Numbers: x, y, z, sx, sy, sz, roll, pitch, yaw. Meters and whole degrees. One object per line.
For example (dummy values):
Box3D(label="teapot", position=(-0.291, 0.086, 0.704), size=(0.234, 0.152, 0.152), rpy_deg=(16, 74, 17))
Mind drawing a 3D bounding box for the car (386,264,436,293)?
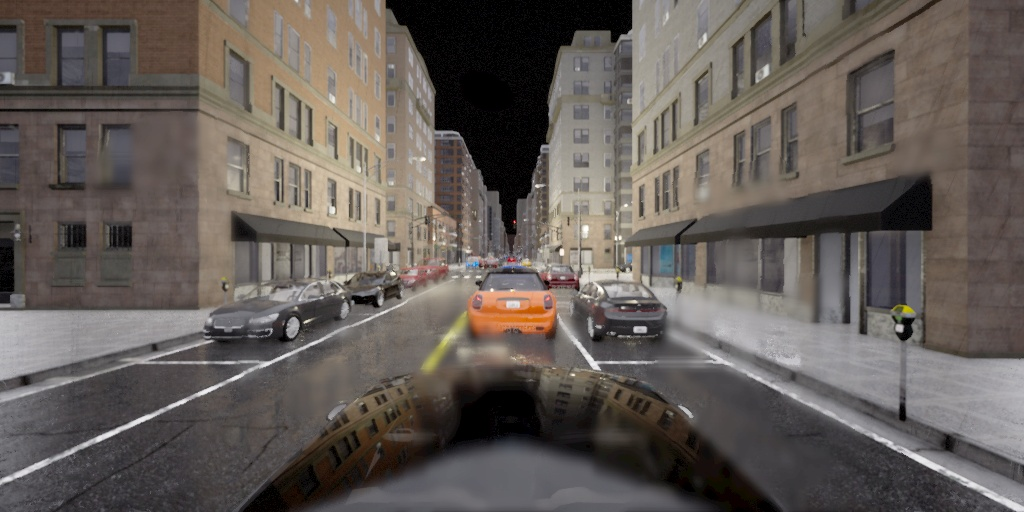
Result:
Box3D(label="car", position=(-5.870, 1.313, 20.644), size=(1.802, 1.307, 4.207), rpy_deg=(0, 0, 0))

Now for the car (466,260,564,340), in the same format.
Box3D(label="car", position=(0.017, 1.094, 10.072), size=(2.097, 1.767, 4.553), rpy_deg=(0, 0, 0))

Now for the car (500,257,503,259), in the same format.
Box3D(label="car", position=(-3.103, 1.206, 64.466), size=(1.812, 1.442, 4.674), rpy_deg=(0, 0, 0))

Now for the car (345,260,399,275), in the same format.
Box3D(label="car", position=(-14.692, 1.225, 37.757), size=(4.892, 1.490, 1.837), rpy_deg=(0, 0, 3))

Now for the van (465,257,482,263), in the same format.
Box3D(label="van", position=(-5.893, 1.035, 53.116), size=(1.690, 1.789, 3.998), rpy_deg=(0, 0, 0))

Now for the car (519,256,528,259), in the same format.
Box3D(label="car", position=(2.624, 1.206, 64.508), size=(1.751, 1.417, 4.829), rpy_deg=(0, 0, 0))

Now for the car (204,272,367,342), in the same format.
Box3D(label="car", position=(-5.862, 1.293, 9.596), size=(2.007, 1.370, 4.403), rpy_deg=(0, 0, 0))

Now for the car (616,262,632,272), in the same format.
Box3D(label="car", position=(14.536, 1.204, 41.309), size=(4.892, 1.490, 1.837), rpy_deg=(0, 0, 1))

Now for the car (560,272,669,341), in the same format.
Box3D(label="car", position=(2.664, 1.293, 9.626), size=(2.007, 1.370, 4.403), rpy_deg=(0, 0, 0))

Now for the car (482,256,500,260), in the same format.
Box3D(label="car", position=(-3.123, 1.171, 53.699), size=(1.882, 1.535, 5.008), rpy_deg=(0, 0, 0))

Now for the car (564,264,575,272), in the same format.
Box3D(label="car", position=(2.656, 1.171, 20.676), size=(1.967, 1.591, 4.097), rpy_deg=(0, 0, 0))

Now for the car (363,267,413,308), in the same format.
Box3D(label="car", position=(-5.865, 1.303, 15.121), size=(1.948, 1.339, 4.313), rpy_deg=(0, 0, 0))

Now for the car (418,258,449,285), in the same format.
Box3D(label="car", position=(-5.874, 1.040, 26.168), size=(2.192, 1.841, 5.009), rpy_deg=(0, 0, 0))
